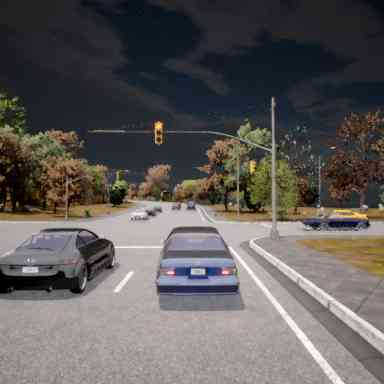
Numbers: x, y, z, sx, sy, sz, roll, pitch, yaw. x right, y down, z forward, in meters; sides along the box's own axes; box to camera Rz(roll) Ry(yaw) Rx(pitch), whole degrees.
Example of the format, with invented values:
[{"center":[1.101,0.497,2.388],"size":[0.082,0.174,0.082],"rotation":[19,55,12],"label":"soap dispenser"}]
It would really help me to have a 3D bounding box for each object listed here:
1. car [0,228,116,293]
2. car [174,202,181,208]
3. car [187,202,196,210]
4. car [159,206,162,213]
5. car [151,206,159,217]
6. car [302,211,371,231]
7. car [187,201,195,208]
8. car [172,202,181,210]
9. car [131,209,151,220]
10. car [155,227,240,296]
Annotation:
[{"center":[-3.445,1.666,9.099],"size":[1.994,1.385,4.181],"rotation":[0,-1,0],"label":"car"},{"center":[-3.851,3.435,88.309],"size":[1.837,1.490,4.892],"rotation":[0,0,-4],"label":"car"},{"center":[-0.205,3.316,77.872],"size":[2.097,1.767,4.553],"rotation":[0,0,0],"label":"car"},{"center":[-7.182,3.544,68.893],"size":[2.033,1.411,5.357],"rotation":[0,0,0],"label":"car"},{"center":[-7.236,3.500,56.636],"size":[1.895,1.301,4.718],"rotation":[0,-1,0],"label":"car"},{"center":[11.184,2.313,25.825],"size":[4.718,1.301,1.895],"rotation":[0,-3,-3],"label":"car"},{"center":[-0.327,3.250,88.051],"size":[1.882,1.535,5.008],"rotation":[0,0,-4],"label":"car"},{"center":[-3.707,3.491,78.332],"size":[1.812,1.442,4.674],"rotation":[0,0,0],"label":"car"},{"center":[-7.227,3.149,46.296],"size":[1.812,1.442,4.674],"rotation":[0,-2,0],"label":"car"},{"center":[0.068,1.648,8.991],"size":[2.033,1.411,5.357],"rotation":[0,-1,-1],"label":"car"}]
